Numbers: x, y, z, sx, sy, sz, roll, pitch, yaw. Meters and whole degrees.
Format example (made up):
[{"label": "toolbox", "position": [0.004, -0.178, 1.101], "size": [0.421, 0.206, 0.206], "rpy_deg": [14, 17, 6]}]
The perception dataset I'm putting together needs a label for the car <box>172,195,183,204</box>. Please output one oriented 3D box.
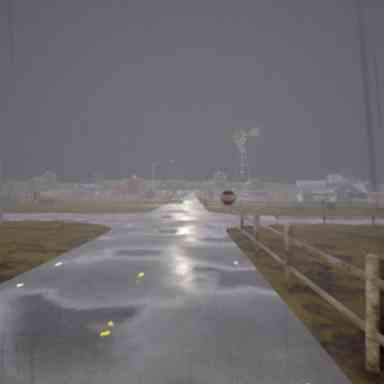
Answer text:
[{"label": "car", "position": [-2.732, 1.395, 63.981], "size": [2.097, 1.767, 4.553], "rpy_deg": [0, -1, 0]}]
